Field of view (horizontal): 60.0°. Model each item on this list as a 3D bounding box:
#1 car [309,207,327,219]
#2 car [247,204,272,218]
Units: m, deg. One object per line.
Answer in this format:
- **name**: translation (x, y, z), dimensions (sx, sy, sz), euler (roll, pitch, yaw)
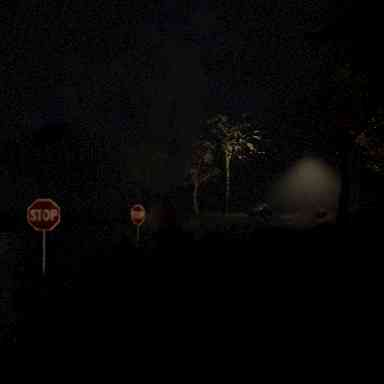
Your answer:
- **car**: translation (20.485, 3.329, 53.960), dimensions (2.097, 1.767, 4.553), euler (1, -1, 32)
- **car**: translation (10.618, 2.958, 51.706), dimensions (2.150, 2.045, 5.566), euler (1, -1, 36)
